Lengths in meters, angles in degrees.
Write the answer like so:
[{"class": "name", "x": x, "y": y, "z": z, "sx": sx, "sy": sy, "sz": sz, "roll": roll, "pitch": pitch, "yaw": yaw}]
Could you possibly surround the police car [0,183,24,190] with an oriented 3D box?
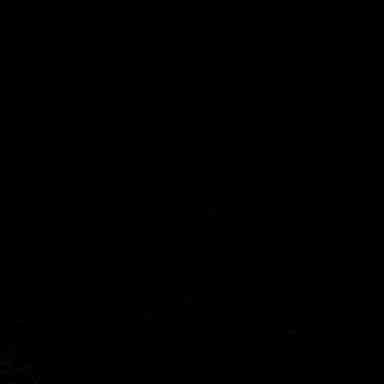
[{"class": "police car", "x": -41.996, "y": -1.371, "z": 77.439, "sx": 1.930, "sy": 1.638, "sz": 5.238, "roll": 1, "pitch": 1, "yaw": 35}]
